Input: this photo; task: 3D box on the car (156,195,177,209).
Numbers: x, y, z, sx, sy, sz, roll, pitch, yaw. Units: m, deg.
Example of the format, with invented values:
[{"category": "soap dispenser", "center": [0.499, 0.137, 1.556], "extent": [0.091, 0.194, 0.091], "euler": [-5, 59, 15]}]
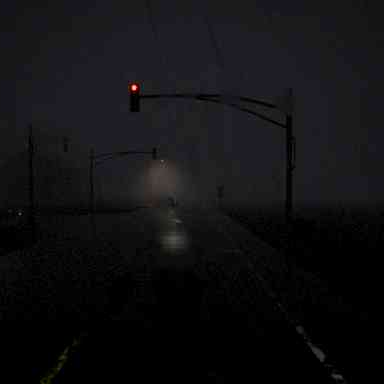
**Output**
[{"category": "car", "center": [-3.449, 1.320, 43.560], "extent": [2.097, 1.767, 4.553], "euler": [0, 0, 0]}]

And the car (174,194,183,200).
[{"category": "car", "center": [-3.243, 1.206, 79.362], "extent": [1.994, 1.385, 4.181], "euler": [0, 0, 0]}]

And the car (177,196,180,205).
[{"category": "car", "center": [-3.412, 1.306, 53.734], "extent": [2.097, 1.767, 4.553], "euler": [0, 0, 0]}]

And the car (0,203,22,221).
[{"category": "car", "center": [-15.308, 1.361, 24.710], "extent": [4.902, 1.511, 2.128], "euler": [0, 0, -4]}]
